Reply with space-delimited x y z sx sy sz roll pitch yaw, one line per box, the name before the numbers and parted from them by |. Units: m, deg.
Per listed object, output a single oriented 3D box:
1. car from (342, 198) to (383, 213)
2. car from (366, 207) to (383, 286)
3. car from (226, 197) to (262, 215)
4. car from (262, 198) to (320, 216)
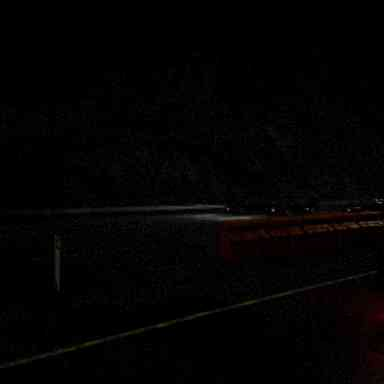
car | 15.096 1.257 28.625 4.902 1.511 2.128 0 0 -28
car | 6.355 1.282 7.561 4.553 1.767 2.097 0 0 -31
car | 5.428 1.273 31.406 4.902 1.511 2.128 0 0 -28
car | 9.069 1.273 29.398 4.902 1.511 2.128 0 0 -28
